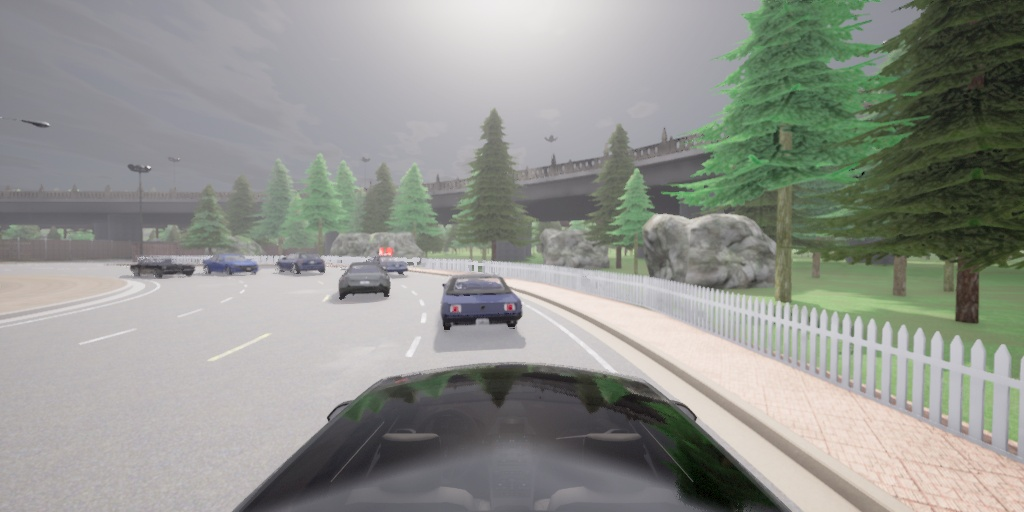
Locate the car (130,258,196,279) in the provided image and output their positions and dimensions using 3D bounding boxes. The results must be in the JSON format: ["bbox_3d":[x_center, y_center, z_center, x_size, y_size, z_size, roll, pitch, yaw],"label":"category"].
[{"bbox_3d":[-24.061,0.807,24.753,4.718,1.301,1.895,1,1,25],"label":"car"}]

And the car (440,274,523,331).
[{"bbox_3d":[-1.052,1.150,10.261,1.895,1.301,4.718,0,1,-10],"label":"car"}]

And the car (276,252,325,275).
[{"bbox_3d":[-16.850,0.472,28.466,4.553,1.767,2.097,1,2,37],"label":"car"}]

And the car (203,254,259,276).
[{"bbox_3d":[-21.175,0.631,27.021,5.008,1.535,1.882,1,1,28],"label":"car"}]

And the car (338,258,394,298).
[{"bbox_3d":[-6.602,0.976,16.023,1.994,1.385,4.181,0,1,-23],"label":"car"}]

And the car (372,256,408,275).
[{"bbox_3d":[-9.771,0.702,27.014,2.033,1.411,5.357,-1,2,-43],"label":"car"}]

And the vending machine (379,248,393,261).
[{"bbox_3d":[-12.103,0.173,34.540,0.880,2.100,1.100,0,0,36],"label":"vending machine"}]
